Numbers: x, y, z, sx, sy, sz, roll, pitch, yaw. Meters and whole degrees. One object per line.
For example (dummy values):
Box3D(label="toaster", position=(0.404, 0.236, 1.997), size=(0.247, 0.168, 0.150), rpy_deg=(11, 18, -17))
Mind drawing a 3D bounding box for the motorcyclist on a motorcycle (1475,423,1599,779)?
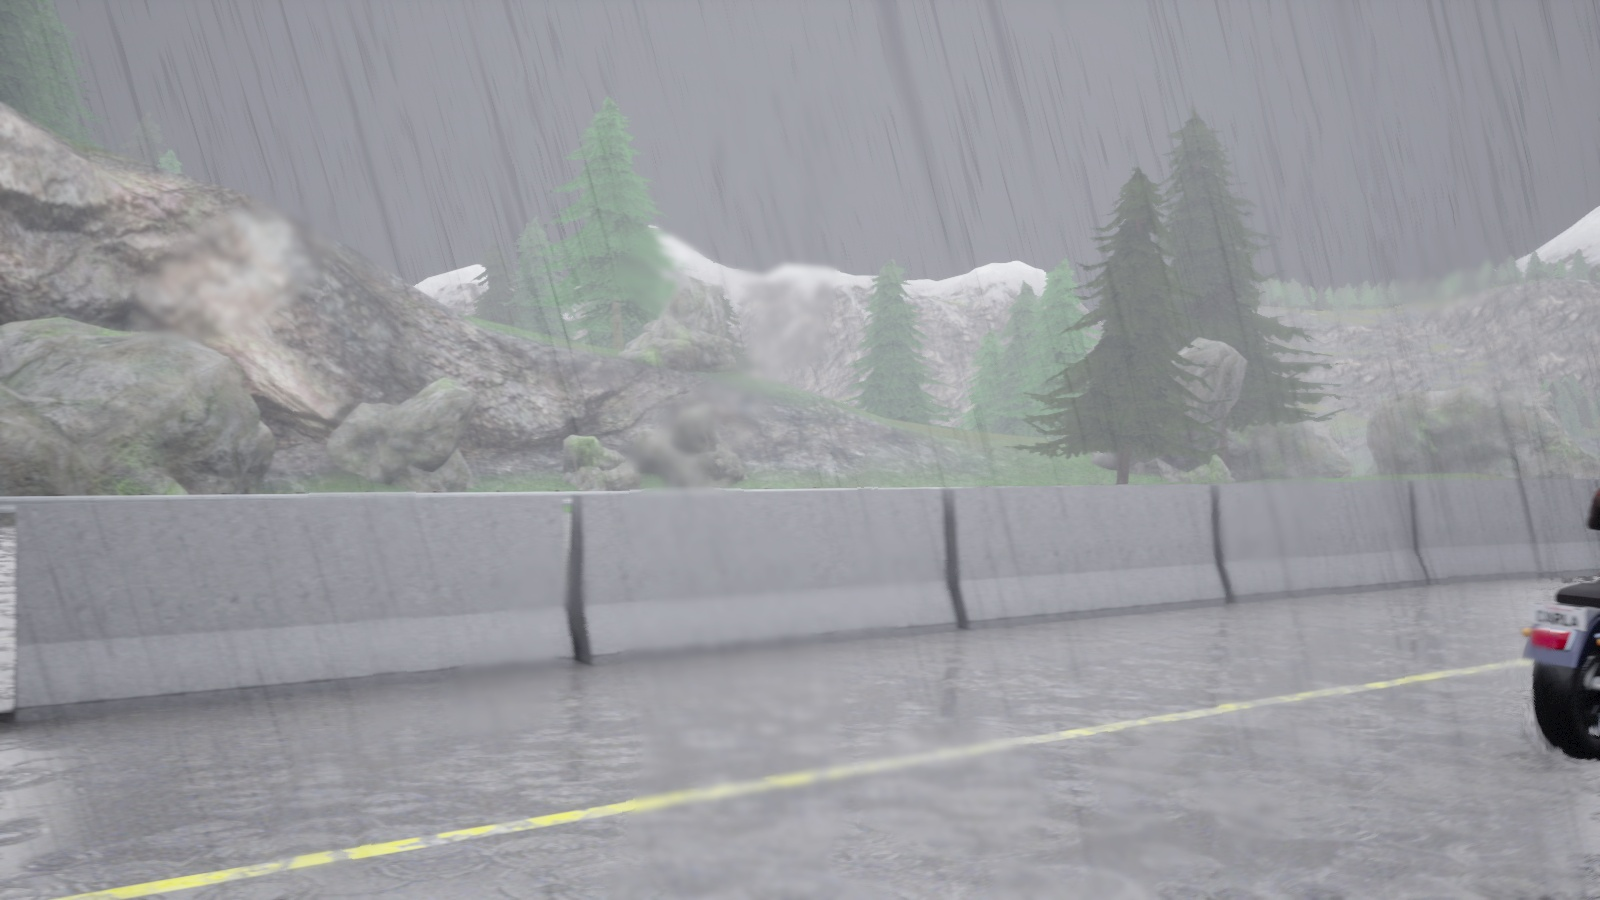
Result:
Box3D(label="motorcyclist on a motorcycle", position=(4.610, 0.701, 6.605), size=(2.350, 1.649, 0.766), rpy_deg=(0, 0, -31))
